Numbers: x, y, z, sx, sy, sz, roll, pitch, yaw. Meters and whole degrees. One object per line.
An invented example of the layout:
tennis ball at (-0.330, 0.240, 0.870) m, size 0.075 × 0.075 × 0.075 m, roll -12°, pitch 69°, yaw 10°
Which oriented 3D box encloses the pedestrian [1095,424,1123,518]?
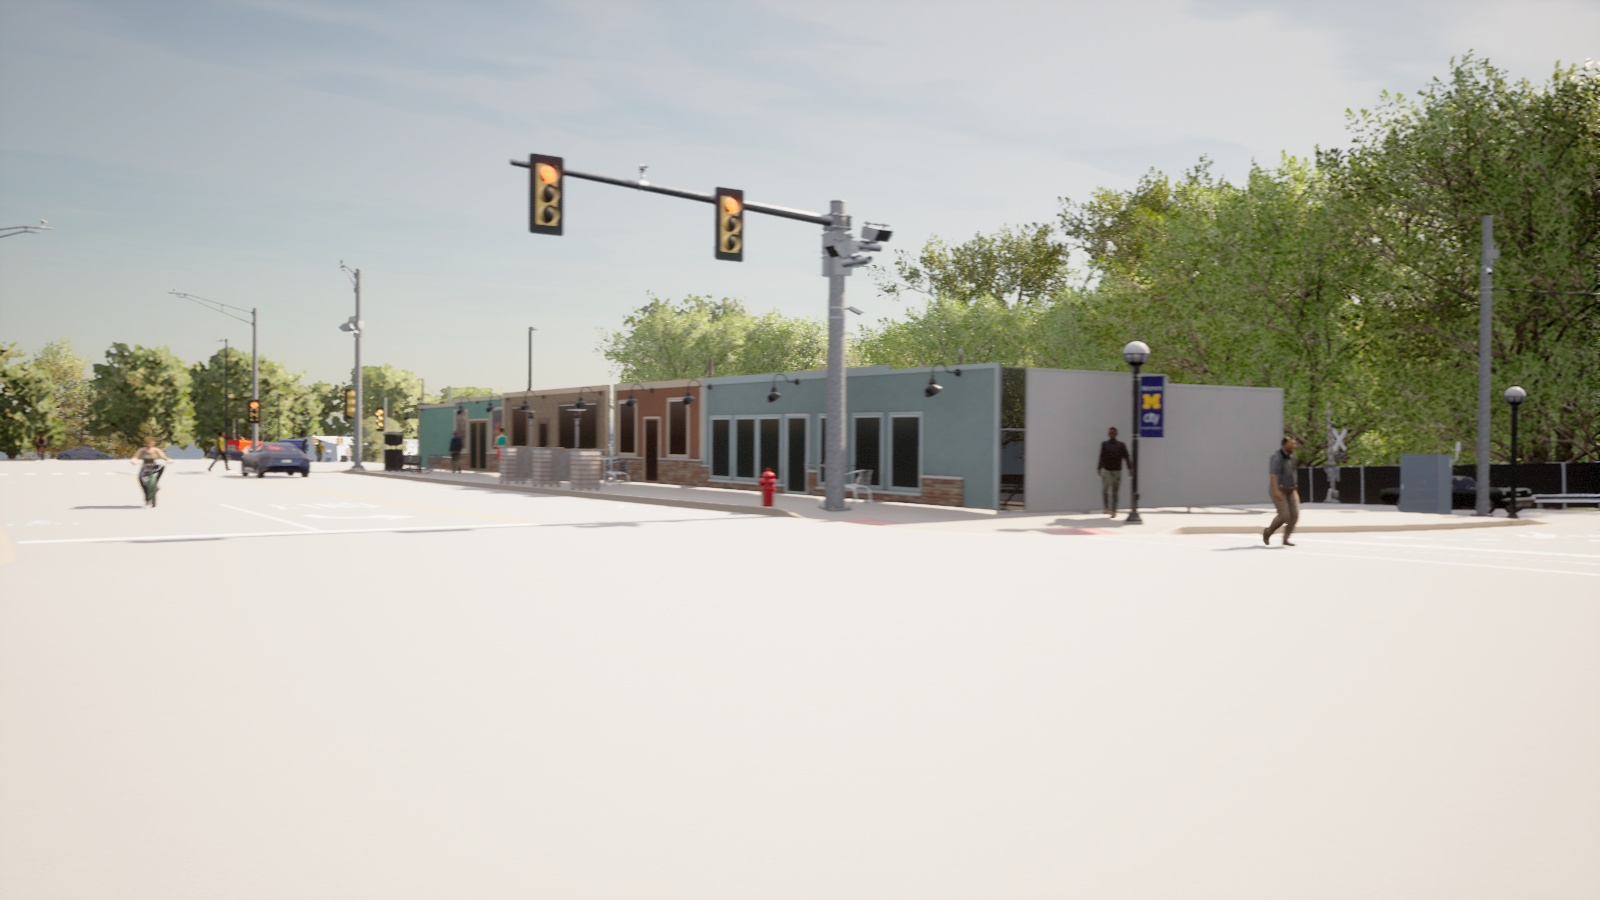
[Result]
pedestrian at (6.177, 0.412, 25.109) m, size 0.431 × 1.840 × 0.703 m, roll 1°, pitch 1°, yaw 23°

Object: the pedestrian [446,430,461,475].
pedestrian at (-14.258, 0.085, 51.651) m, size 0.402 × 1.842 × 0.726 m, roll 0°, pitch 1°, yaw -32°

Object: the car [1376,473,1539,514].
car at (22.772, 1.480, 43.691) m, size 1.895 × 1.301 × 4.718 m, roll -1°, pitch -1°, yaw -30°

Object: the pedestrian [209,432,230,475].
pedestrian at (-25.377, 0.139, 54.871) m, size 0.431 × 1.840 × 0.709 m, roll 1°, pitch 1°, yaw 40°

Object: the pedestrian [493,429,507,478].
pedestrian at (-11.220, 0.120, 46.946) m, size 0.345 × 1.836 × 0.594 m, roll 0°, pitch 1°, yaw -34°

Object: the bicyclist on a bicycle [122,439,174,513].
bicyclist on a bicycle at (-14.629, 0.550, 28.160) m, size 0.866 × 1.612 × 1.509 m, roll 0°, pitch 1°, yaw -34°

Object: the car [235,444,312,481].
car at (-21.038, 0.469, 50.106) m, size 1.994 × 1.385 × 4.181 m, roll 0°, pitch 1°, yaw -35°

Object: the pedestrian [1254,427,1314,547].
pedestrian at (7.606, 0.568, 19.743) m, size 0.540 × 1.848 × 0.694 m, roll 0°, pitch 1°, yaw -20°
